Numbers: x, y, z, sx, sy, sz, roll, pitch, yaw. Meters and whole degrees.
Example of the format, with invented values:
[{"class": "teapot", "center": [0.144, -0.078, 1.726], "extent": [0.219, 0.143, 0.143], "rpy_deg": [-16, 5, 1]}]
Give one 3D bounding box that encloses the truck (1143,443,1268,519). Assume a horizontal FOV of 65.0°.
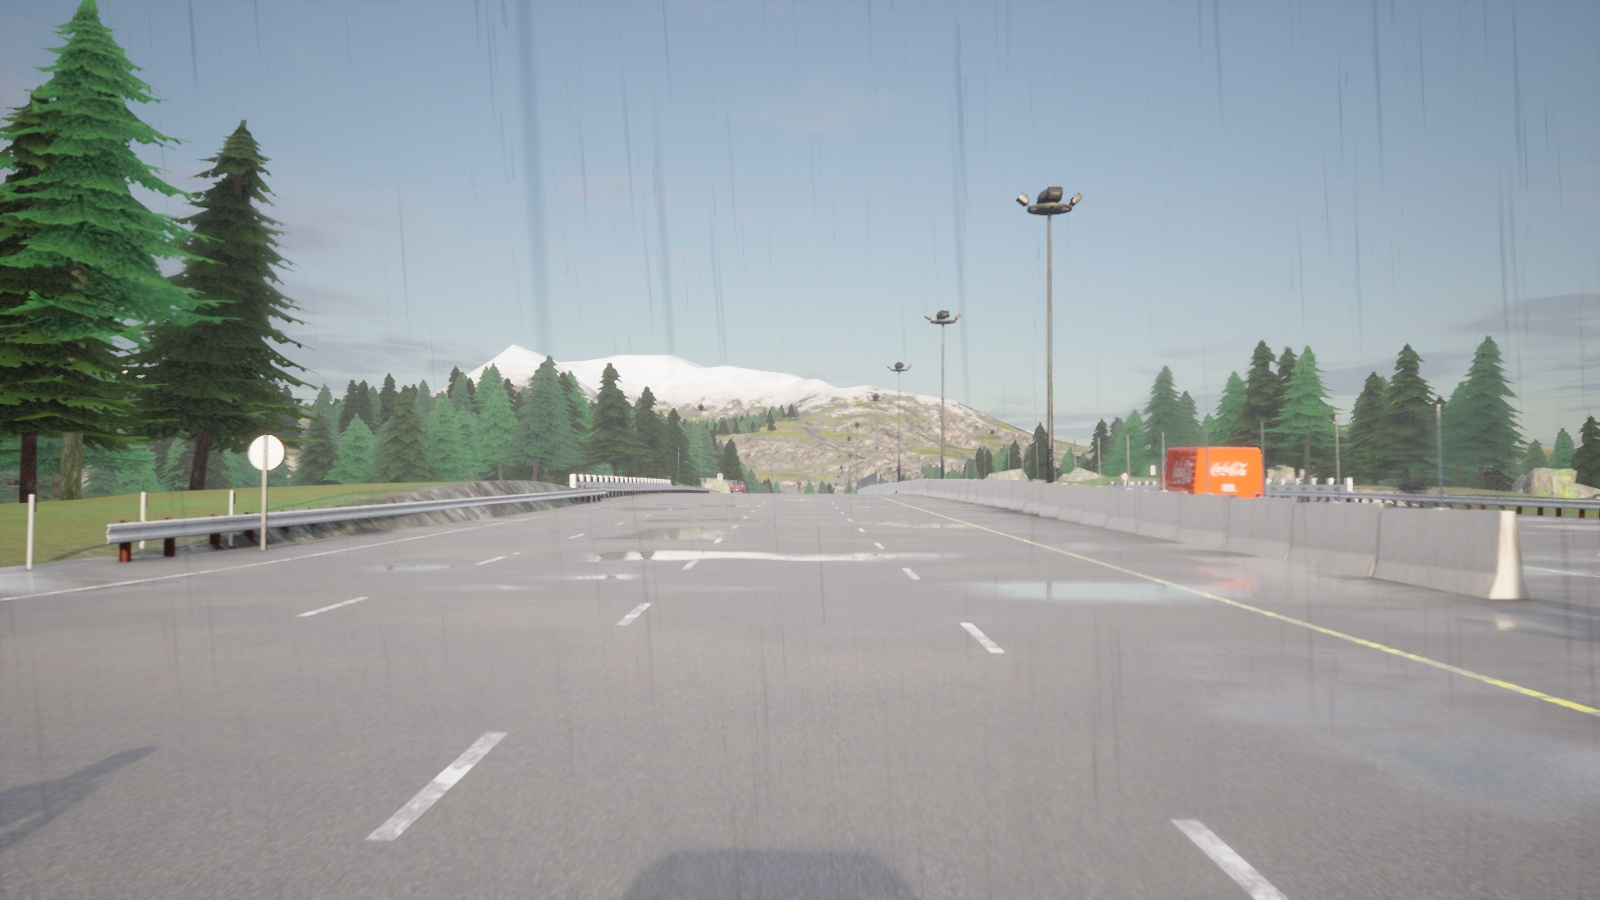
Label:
[{"class": "truck", "center": [13.894, 1.043, 43.427], "extent": [2.627, 2.467, 5.204], "rpy_deg": [0, -1, 0]}]
